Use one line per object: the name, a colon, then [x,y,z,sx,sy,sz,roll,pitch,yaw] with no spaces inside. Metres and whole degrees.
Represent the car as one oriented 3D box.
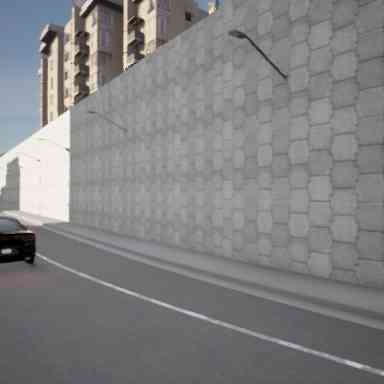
car: [-6.885,1.555,11.435,1.882,1.535,5.008,1,-1,-40]
